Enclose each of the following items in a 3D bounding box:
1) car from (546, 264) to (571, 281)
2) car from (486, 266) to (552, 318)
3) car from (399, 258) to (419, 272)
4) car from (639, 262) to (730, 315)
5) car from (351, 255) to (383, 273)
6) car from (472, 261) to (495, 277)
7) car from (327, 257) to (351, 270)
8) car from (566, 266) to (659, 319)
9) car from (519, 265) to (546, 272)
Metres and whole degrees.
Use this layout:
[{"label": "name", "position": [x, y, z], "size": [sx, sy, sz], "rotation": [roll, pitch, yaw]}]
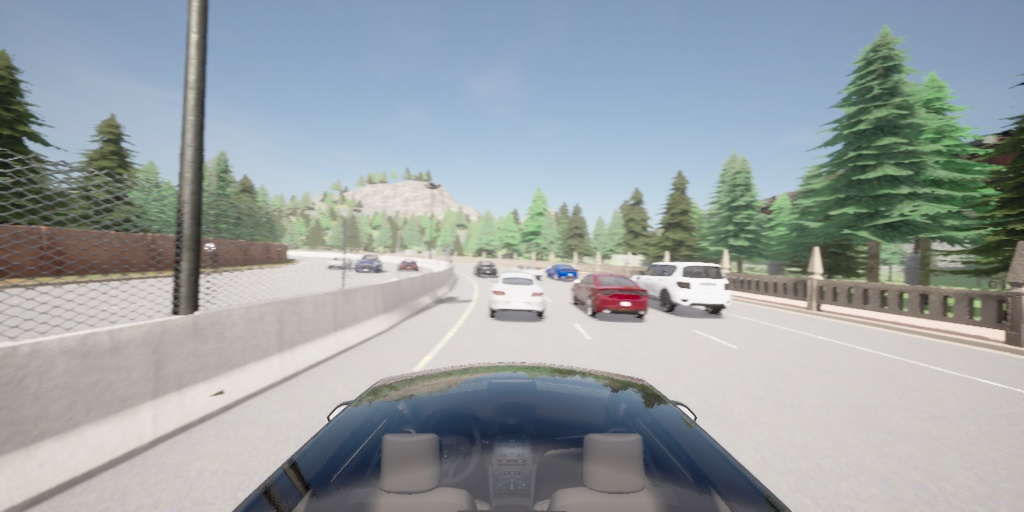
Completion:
[{"label": "car", "position": [4.608, 1.489, 33.993], "size": [1.882, 1.535, 5.008], "rotation": [2, 0, -12]}, {"label": "car", "position": [0.129, 1.309, 13.164], "size": [1.812, 1.442, 4.674], "rotation": [2, 0, -2]}, {"label": "car", "position": [-11.321, 0.969, 39.451], "size": [1.994, 1.385, 4.181], "rotation": [2, 0, -17]}, {"label": "car", "position": [7.081, 1.282, 15.809], "size": [2.150, 2.045, 5.566], "rotation": [2, 0, -2]}, {"label": "car", "position": [-13.491, 0.657, 34.046], "size": [2.097, 1.767, 4.553], "rotation": [2, 0, -14]}, {"label": "car", "position": [-2.647, 1.221, 34.427], "size": [2.128, 1.511, 4.902], "rotation": [2, 0, -13]}, {"label": "car", "position": [-18.171, 0.735, 38.018], "size": [1.895, 1.301, 4.718], "rotation": [2, 0, -17]}, {"label": "car", "position": [3.615, 1.399, 14.042], "size": [1.882, 1.535, 5.008], "rotation": [2, 0, -2]}, {"label": "car", "position": [1.281, 1.480, 33.016], "size": [1.895, 1.301, 4.718], "rotation": [2, 0, -12]}]
